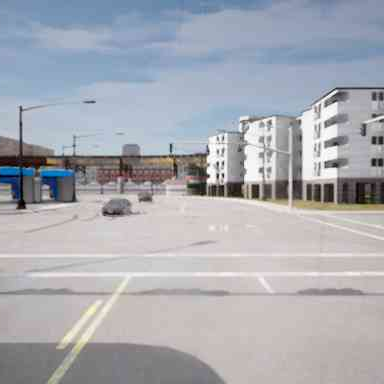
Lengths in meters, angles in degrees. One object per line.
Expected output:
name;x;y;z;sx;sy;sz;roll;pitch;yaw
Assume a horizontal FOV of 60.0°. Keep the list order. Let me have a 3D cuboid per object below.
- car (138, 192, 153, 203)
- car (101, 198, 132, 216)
car;-7.199;0.728;51.565;2.097;1.767;4.553;-1;1;-11
car;-6.376;1.294;28.606;1.837;1.490;4.892;0;1;1
